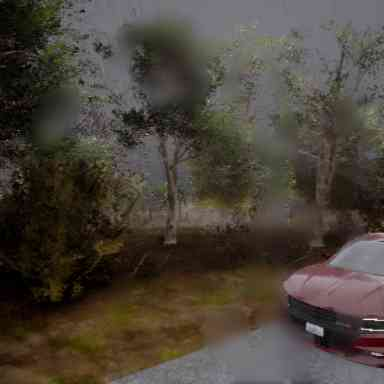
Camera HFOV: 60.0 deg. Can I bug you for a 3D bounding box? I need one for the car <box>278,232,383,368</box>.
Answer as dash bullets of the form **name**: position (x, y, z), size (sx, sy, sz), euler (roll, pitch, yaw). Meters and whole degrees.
- **car**: position (3.576, 1.489, 5.784), size (5.008, 1.535, 1.882), euler (0, 1, -37)
